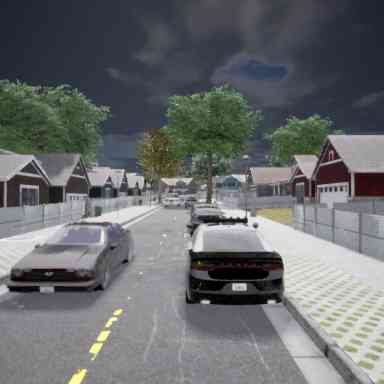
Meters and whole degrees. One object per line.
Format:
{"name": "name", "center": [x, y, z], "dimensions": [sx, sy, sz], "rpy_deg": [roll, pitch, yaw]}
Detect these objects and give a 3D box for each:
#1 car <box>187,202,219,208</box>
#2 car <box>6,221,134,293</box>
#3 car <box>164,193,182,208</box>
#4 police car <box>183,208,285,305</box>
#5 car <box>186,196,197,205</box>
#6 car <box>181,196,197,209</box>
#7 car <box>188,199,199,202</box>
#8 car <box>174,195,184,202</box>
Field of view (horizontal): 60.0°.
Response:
{"name": "car", "center": [0.795, 1.505, 18.188], "dimensions": [1.837, 1.490, 4.892], "rpy_deg": [0, 0, 0]}
{"name": "car", "center": [-2.867, 1.549, 9.238], "dimensions": [2.033, 1.411, 5.357], "rpy_deg": [0, 0, 0]}
{"name": "car", "center": [-2.927, 1.209, 49.358], "dimensions": [2.150, 2.045, 5.566], "rpy_deg": [0, 0, 0]}
{"name": "police car", "center": [0.811, 1.427, 8.295], "dimensions": [1.930, 1.638, 5.238], "rpy_deg": [0, 0, 0]}
{"name": "car", "center": [-0.096, 1.516, 60.490], "dimensions": [1.812, 1.442, 4.674], "rpy_deg": [0, 0, 0]}
{"name": "car", "center": [-0.041, 1.481, 46.094], "dimensions": [2.128, 1.511, 4.902], "rpy_deg": [0, 0, 0]}
{"name": "car", "center": [0.786, 1.503, 24.190], "dimensions": [1.837, 1.490, 4.892], "rpy_deg": [0, 0, 0]}
{"name": "car", "center": [-2.874, 1.491, 76.581], "dimensions": [2.128, 1.511, 4.902], "rpy_deg": [0, 0, 0]}
